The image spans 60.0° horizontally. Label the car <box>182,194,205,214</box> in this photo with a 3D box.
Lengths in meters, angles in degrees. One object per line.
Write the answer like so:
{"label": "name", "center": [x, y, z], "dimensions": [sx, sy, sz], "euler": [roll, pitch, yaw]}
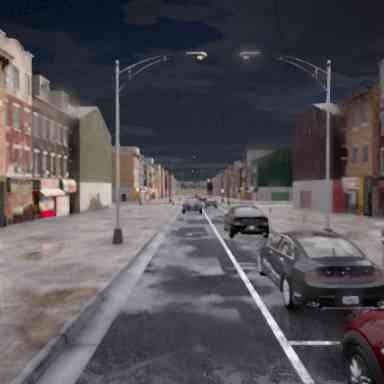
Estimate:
{"label": "car", "center": [0.035, 1.359, 35.531], "dimensions": [2.097, 1.767, 4.553], "euler": [0, 0, 0]}

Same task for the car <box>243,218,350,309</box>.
{"label": "car", "center": [2.621, 1.549, 7.687], "dimensions": [2.008, 1.369, 4.403], "euler": [-1, 0, 0]}

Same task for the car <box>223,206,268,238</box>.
{"label": "car", "center": [2.746, 1.478, 17.696], "dimensions": [1.882, 1.535, 5.008], "euler": [0, 0, 0]}

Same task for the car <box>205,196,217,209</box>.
{"label": "car", "center": [2.613, 1.566, 46.507], "dimensions": [2.008, 1.369, 4.403], "euler": [-1, 0, 0]}

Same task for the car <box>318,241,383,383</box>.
{"label": "car", "center": [2.619, 1.440, 2.142], "dimensions": [1.967, 1.590, 4.097], "euler": [-1, 0, 0]}

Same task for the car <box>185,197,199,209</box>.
{"label": "car", "center": [0.009, 1.493, 46.211], "dimensions": [1.882, 1.535, 5.008], "euler": [0, 0, 1]}
